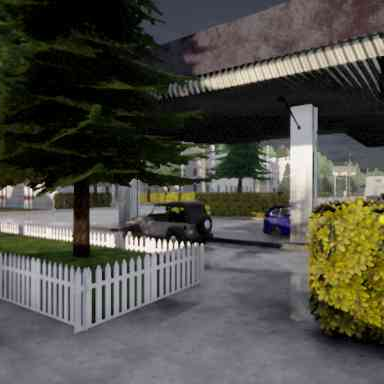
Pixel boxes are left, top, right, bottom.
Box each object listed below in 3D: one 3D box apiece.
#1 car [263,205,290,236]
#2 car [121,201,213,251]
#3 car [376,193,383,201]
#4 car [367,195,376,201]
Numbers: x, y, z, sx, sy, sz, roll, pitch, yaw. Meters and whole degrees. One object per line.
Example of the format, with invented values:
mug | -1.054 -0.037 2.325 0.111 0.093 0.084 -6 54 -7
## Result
car | 5.787 1.476 16.009 4.611 1.667 2.242 0 0 35
car | -1.013 1.304 13.860 3.866 1.878 1.905 0 0 35
car | 25.743 1.073 43.543 1.905 1.878 3.866 0 0 35
car | 33.007 1.290 60.283 2.007 1.523 4.514 0 0 35
